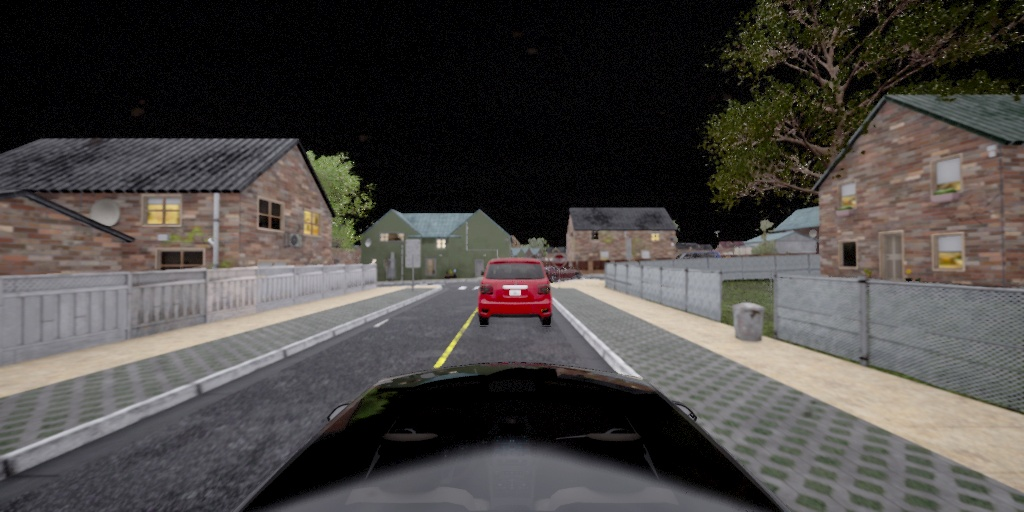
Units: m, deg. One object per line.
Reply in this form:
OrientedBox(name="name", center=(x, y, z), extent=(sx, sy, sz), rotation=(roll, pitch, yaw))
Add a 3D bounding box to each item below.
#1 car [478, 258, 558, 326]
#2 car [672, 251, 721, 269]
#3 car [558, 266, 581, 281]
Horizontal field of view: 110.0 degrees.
OrientedBox(name="car", center=(0.090, 1.084, 12.263), extent=(2.150, 2.045, 5.566), rotation=(0, 0, 0))
OrientedBox(name="car", center=(16.024, 0.661, 32.358), extent=(5.566, 2.045, 2.150), rotation=(-2, -1, 0))
OrientedBox(name="car", center=(3.496, 1.391, 28.610), extent=(4.674, 1.442, 1.812), rotation=(-3, -1, -41))
